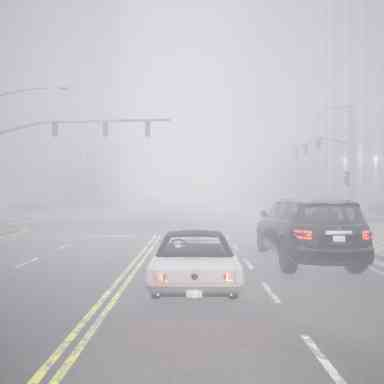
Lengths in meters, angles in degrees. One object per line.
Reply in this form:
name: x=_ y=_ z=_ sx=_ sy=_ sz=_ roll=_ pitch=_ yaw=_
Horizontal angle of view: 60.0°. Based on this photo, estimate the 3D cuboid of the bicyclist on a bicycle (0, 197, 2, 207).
bicyclist on a bicycle: x=-26.380 y=1.301 z=45.411 sx=0.582 sy=1.620 sz=1.656 roll=0 pitch=0 yaw=-1

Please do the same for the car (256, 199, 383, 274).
car: x=3.583 y=1.222 z=10.746 sx=2.150 sy=2.045 sz=5.566 roll=0 pitch=0 yaw=0

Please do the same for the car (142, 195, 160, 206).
car: x=-7.040 y=1.354 z=55.387 sx=2.097 sy=1.767 sz=4.553 roll=0 pitch=0 yaw=0

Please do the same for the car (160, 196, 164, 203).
car: x=-6.940 y=1.540 z=70.320 sx=2.033 sy=1.411 sz=5.357 roll=0 pitch=0 yaw=0

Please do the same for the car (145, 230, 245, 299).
car: x=0.067 y=1.601 z=8.391 sx=1.895 sy=1.301 sz=4.718 roll=0 pitch=0 yaw=1

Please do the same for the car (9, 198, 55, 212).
car: x=-18.321 y=1.491 z=38.107 sx=4.902 sy=1.511 sz=2.128 roll=0 pitch=0 yaw=-1
